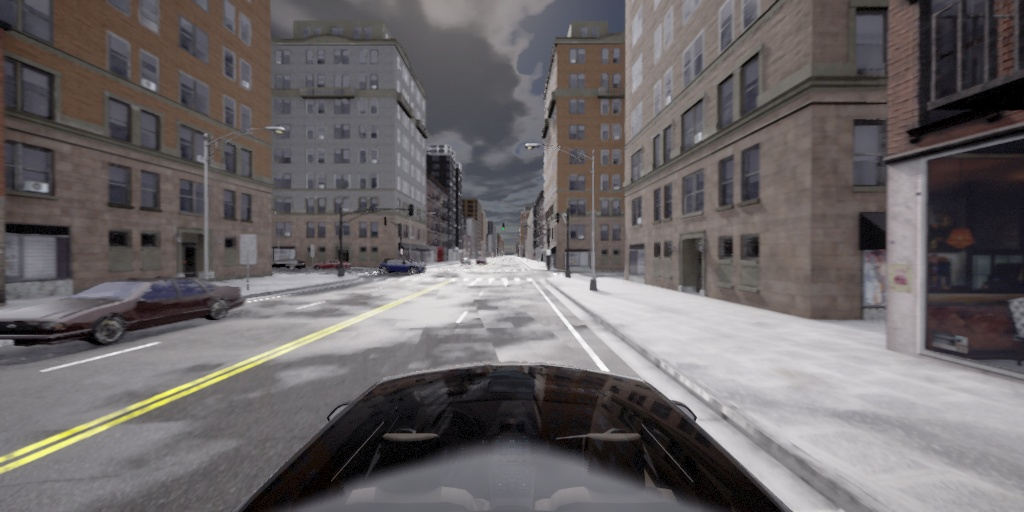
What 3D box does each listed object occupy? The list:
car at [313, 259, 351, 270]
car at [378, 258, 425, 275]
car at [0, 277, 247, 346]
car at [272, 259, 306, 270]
[{"bbox_3d":[-21.515,1.049,42.917,4.207,1.307,1.802,0,0,0],"label":"car"},{"bbox_3d":[-11.381,1.020,37.234,4.553,1.767,2.097,1,0,0],"label":"car"},{"bbox_3d":[-9.846,1.292,9.639,2.033,1.411,5.357,0,0,0],"label":"car"},{"bbox_3d":[-27.080,0.967,42.931,4.313,1.339,1.948,0,0,0],"label":"car"}]
